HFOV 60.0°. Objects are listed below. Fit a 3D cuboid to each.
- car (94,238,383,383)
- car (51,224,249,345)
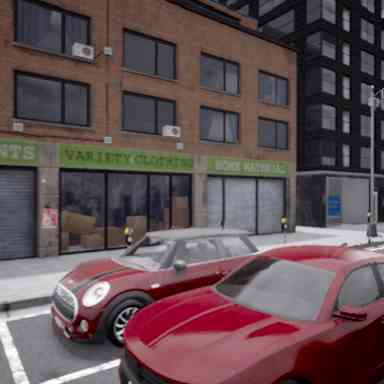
[{"bbox_3d":[1.541,1.498,4.346,5.008,1.535,1.882,0,0,-35],"label":"car"},{"bbox_3d":[-0.410,1.458,6.235,4.097,1.590,1.967,0,0,-35],"label":"car"}]
